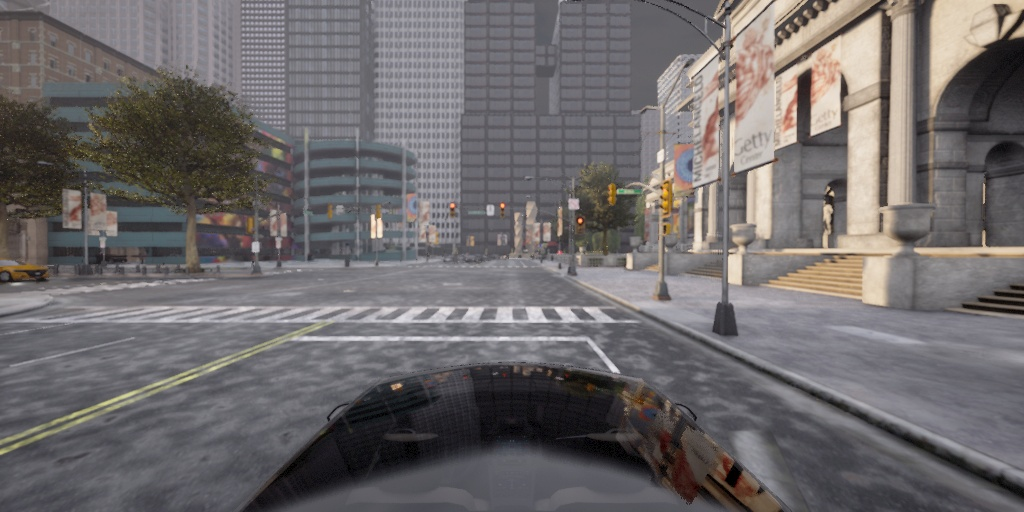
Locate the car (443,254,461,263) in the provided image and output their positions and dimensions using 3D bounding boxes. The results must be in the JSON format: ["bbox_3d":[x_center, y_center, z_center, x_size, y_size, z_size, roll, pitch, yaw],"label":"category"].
[{"bbox_3d":[-10.500,0.466,61.165,2.128,1.511,4.902,0,1,0],"label":"car"}]

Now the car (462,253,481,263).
[{"bbox_3d":[-7.000,0.471,62.276,1.837,1.490,4.892,0,1,0],"label":"car"}]

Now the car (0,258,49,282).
[{"bbox_3d":[-34.061,0.887,23.815,5.008,1.535,1.882,0,1,-1],"label":"car"}]
